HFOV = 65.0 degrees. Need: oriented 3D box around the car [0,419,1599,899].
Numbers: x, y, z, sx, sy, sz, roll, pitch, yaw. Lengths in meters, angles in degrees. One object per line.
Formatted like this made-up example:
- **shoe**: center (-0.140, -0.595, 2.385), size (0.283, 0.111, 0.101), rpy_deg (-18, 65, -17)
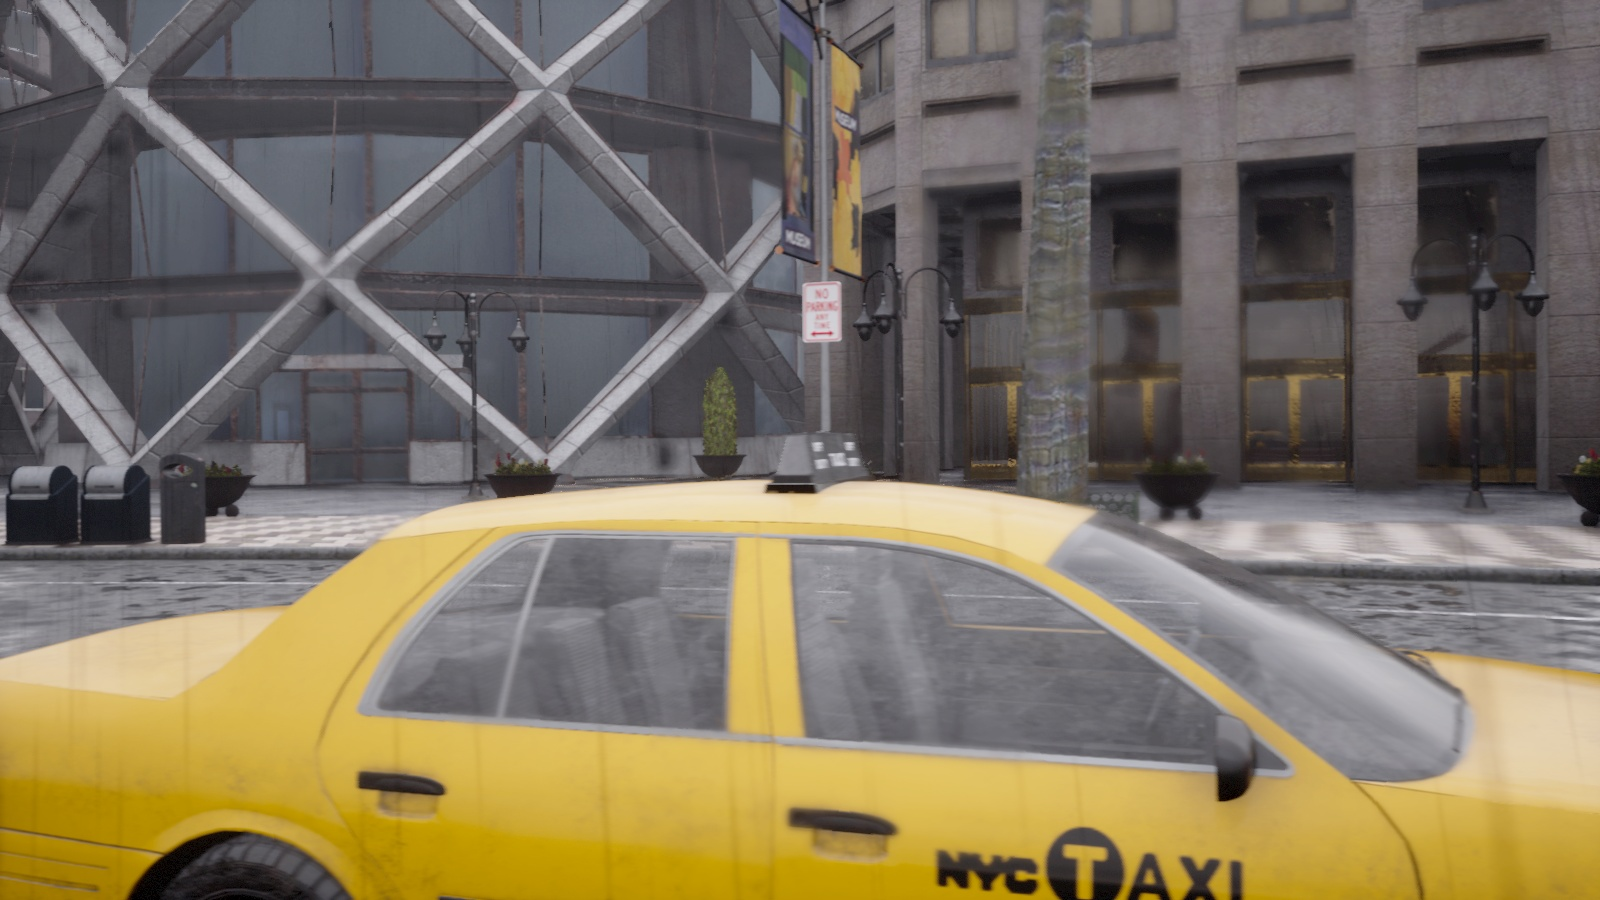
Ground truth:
- **car**: center (0.136, 0.724, 3.210), size (5.366, 1.575, 1.801), rpy_deg (0, 1, 17)
